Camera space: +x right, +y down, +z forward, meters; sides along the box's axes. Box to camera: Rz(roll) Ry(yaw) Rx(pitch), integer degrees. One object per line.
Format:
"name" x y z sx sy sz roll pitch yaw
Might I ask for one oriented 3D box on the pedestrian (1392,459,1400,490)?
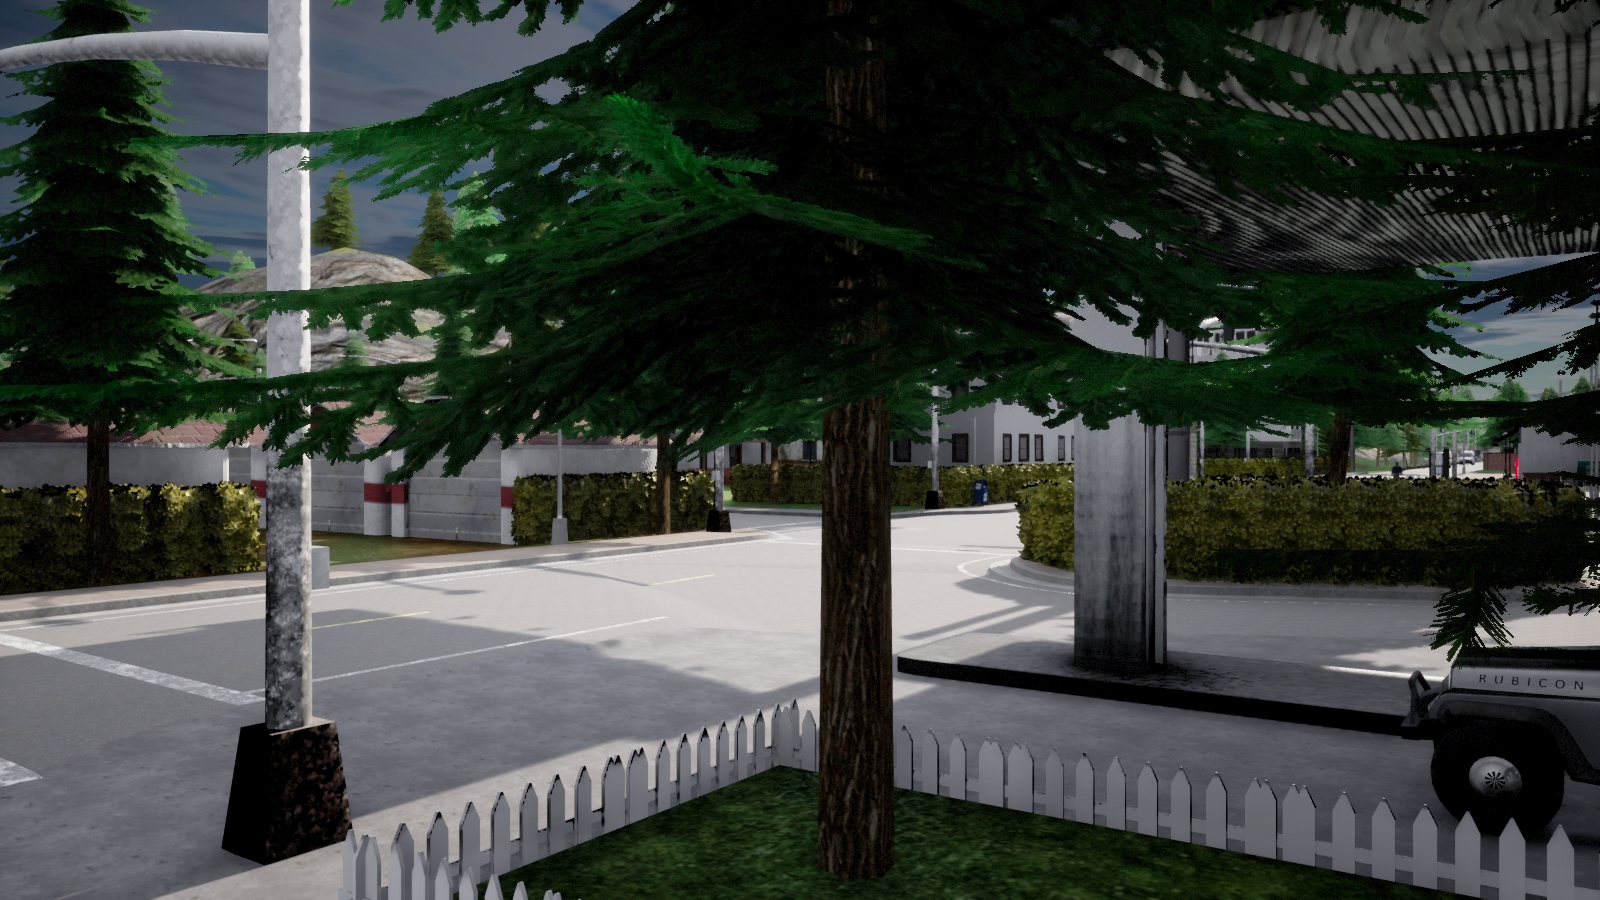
"pedestrian" 36.728 1.502 70.387 0.375 1.860 0.375 0 0 34
